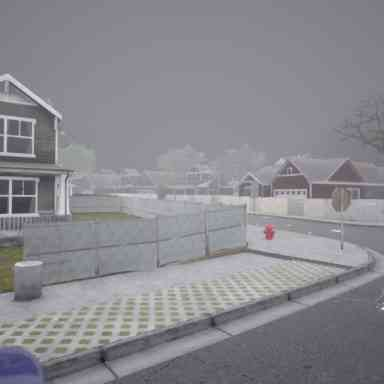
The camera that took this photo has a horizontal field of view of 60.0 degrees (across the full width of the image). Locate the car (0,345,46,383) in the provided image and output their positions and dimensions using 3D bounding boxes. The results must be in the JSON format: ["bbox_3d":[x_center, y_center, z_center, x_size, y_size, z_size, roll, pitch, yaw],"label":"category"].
[{"bbox_3d":[-2.853,1.527,1.022,4.674,1.442,1.812,0,0,-36],"label":"car"}]
